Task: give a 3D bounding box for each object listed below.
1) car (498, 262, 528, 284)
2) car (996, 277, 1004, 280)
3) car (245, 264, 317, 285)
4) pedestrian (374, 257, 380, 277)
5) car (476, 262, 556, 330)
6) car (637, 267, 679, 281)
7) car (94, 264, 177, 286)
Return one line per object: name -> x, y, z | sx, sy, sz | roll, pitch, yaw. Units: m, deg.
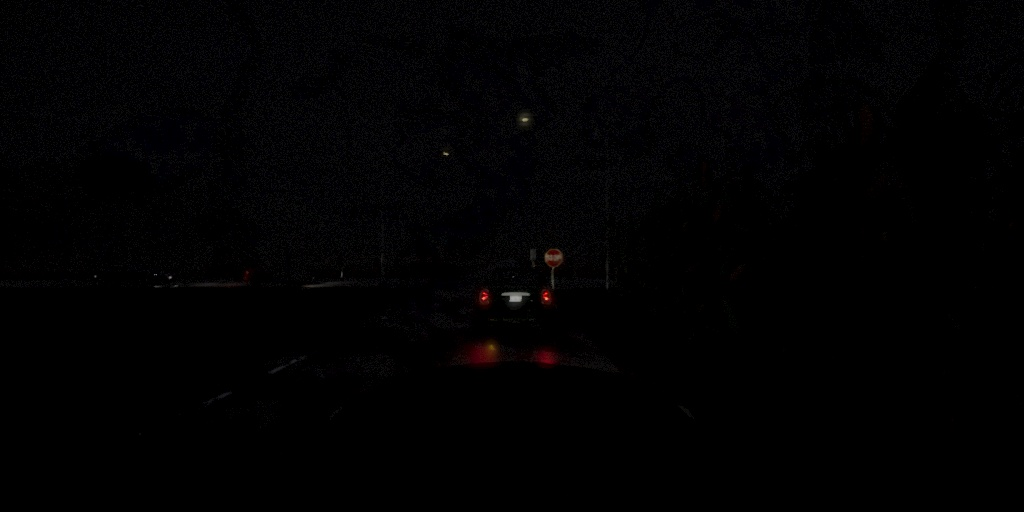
car -> 0.097, 1.238, 27.783 | 2.128, 1.511, 4.902 | 0, 0, 0
car -> 38.185, 1.343, 29.467 | 5.008, 1.535, 1.882 | 0, 2, 0
car -> -16.921, 1.342, 26.323 | 4.674, 1.442, 1.812 | 0, 2, 0
pedestrian -> -12.183, 0.992, 32.310 | 0.375, 1.860, 0.375 | 0, 2, 0
car -> 0.097, 1.100, 11.190 | 2.097, 1.767, 4.553 | 0, 0, 0
car -> 12.693, 1.257, 29.385 | 4.674, 1.442, 1.812 | 0, 2, 0
car -> -27.515, 1.333, 26.284 | 4.902, 1.511, 2.128 | 0, 2, 0
